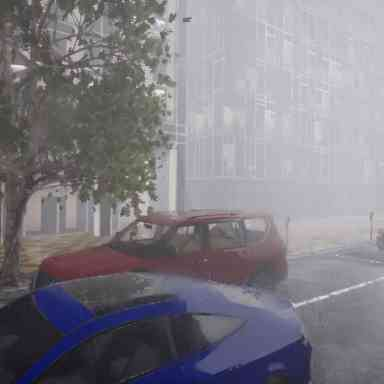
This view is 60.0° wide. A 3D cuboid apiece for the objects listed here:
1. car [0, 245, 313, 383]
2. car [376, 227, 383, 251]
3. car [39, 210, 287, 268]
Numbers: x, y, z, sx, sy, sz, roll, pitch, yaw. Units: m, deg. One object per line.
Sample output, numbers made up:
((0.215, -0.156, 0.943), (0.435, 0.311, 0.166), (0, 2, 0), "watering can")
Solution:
((-0.903, 1.526, 2.736), (4.674, 1.442, 1.812), (0, 0, -36), "car")
((8.905, 1.547, 12.935), (4.507, 1.381, 1.887), (0, 1, -36), "car")
((-0.291, 1.316, 6.344), (5.009, 1.841, 2.192), (0, 1, -36), "car")
